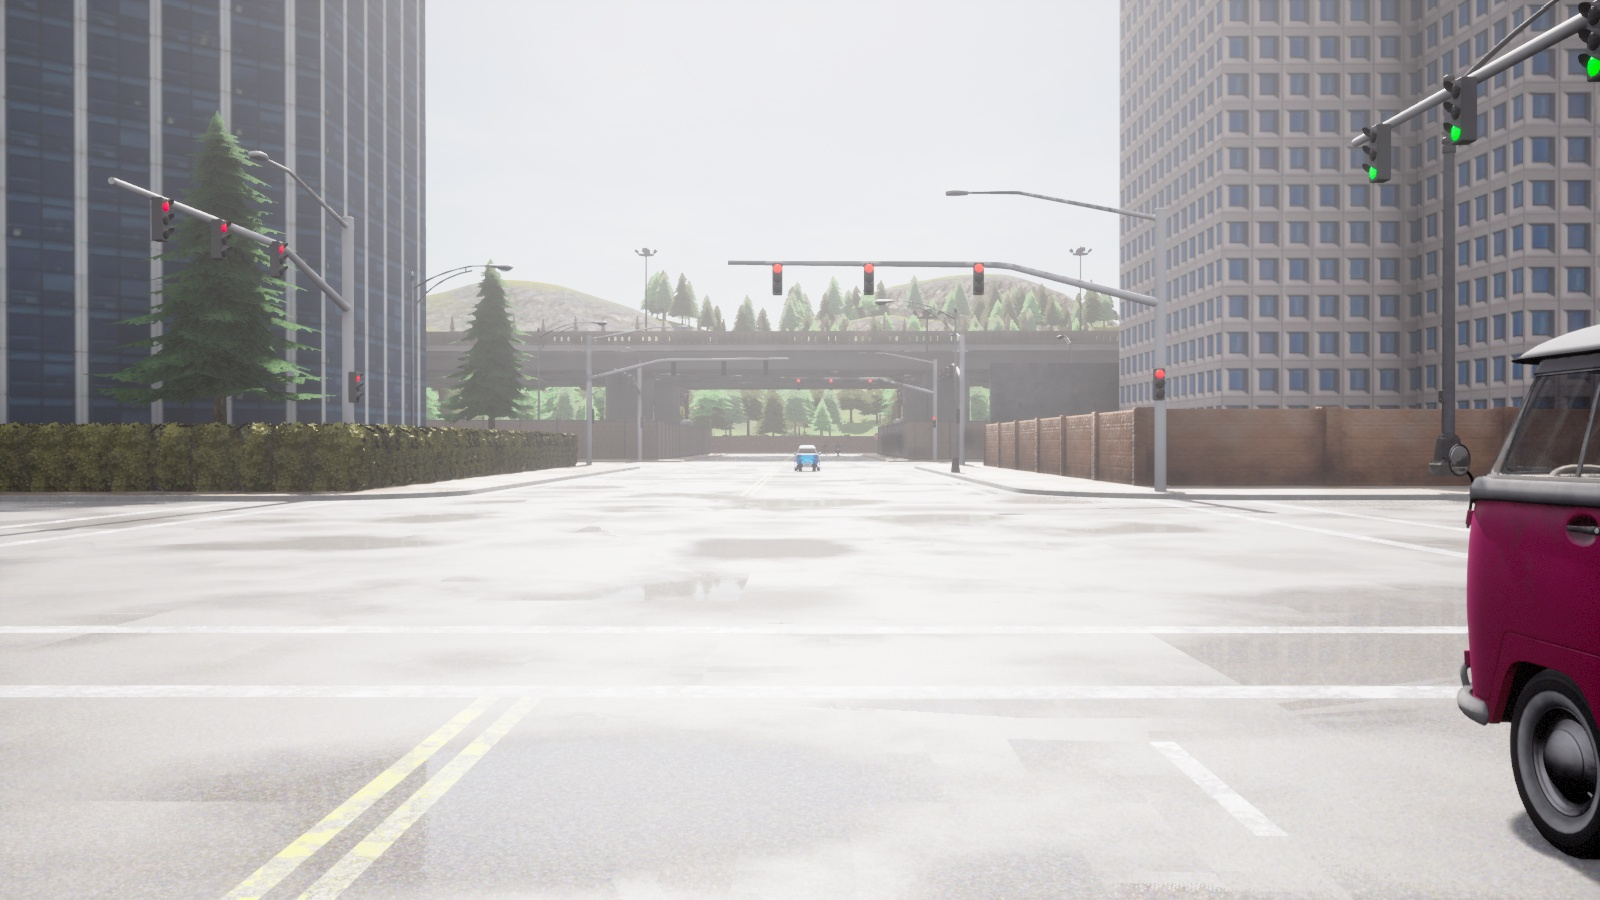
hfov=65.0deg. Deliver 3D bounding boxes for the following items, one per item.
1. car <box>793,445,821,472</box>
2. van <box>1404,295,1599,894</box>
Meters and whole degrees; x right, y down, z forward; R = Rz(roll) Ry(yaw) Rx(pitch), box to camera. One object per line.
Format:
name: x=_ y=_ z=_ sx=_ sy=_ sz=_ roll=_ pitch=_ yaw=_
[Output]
car: x=0.383 y=0.426 z=66.471 sx=1.481 sy=1.376 sz=2.207 roll=0 pitch=1 yaw=0
van: x=3.533 y=0.482 z=3.299 sx=1.775 sy=1.987 sz=4.442 roll=0 pitch=0 yaw=0
